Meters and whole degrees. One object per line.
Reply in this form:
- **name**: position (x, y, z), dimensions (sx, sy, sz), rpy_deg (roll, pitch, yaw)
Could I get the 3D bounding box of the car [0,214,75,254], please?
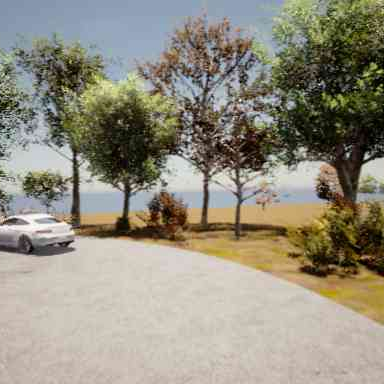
- **car**: position (-6.943, 1.654, 14.007), dimensions (4.674, 1.442, 1.812), rpy_deg (-1, -1, 32)
